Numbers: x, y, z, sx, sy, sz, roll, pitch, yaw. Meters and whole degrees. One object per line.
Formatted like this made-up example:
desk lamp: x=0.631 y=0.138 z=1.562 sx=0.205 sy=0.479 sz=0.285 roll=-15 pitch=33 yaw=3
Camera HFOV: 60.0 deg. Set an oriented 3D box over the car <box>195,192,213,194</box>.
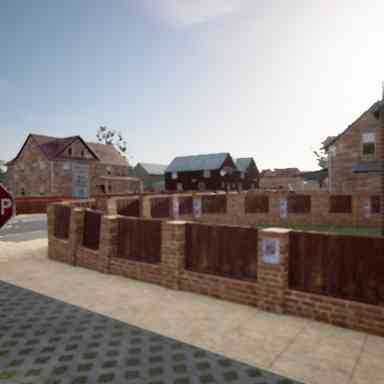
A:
car: x=1.081 y=0.755 z=35.682 sx=1.882 sy=1.535 sz=5.008 roll=-1 pitch=1 yaw=35
